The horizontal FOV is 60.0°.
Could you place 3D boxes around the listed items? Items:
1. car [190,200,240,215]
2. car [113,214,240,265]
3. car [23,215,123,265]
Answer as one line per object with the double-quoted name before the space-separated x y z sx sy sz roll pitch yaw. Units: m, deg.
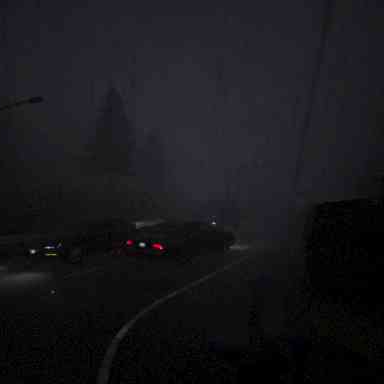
"car" 1.752 1.611 23.994 2.150 2.045 5.566 1 -1 27
"car" -0.245 1.804 12.890 2.033 1.411 5.357 0 -1 33
"car" -4.000 1.703 12.818 1.837 1.490 4.892 1 -1 27
